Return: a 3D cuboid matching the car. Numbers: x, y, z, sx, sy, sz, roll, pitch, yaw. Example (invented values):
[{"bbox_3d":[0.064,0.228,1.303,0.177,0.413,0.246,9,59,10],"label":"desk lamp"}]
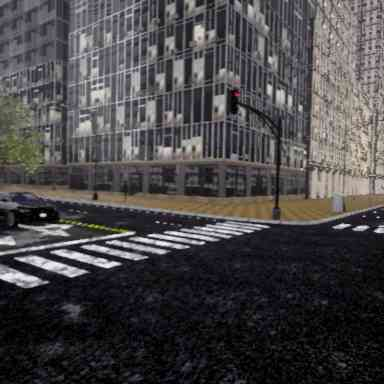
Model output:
[{"bbox_3d":[-7.946,0.697,15.276,4.181,1.385,1.994,4,3,35],"label":"car"}]
